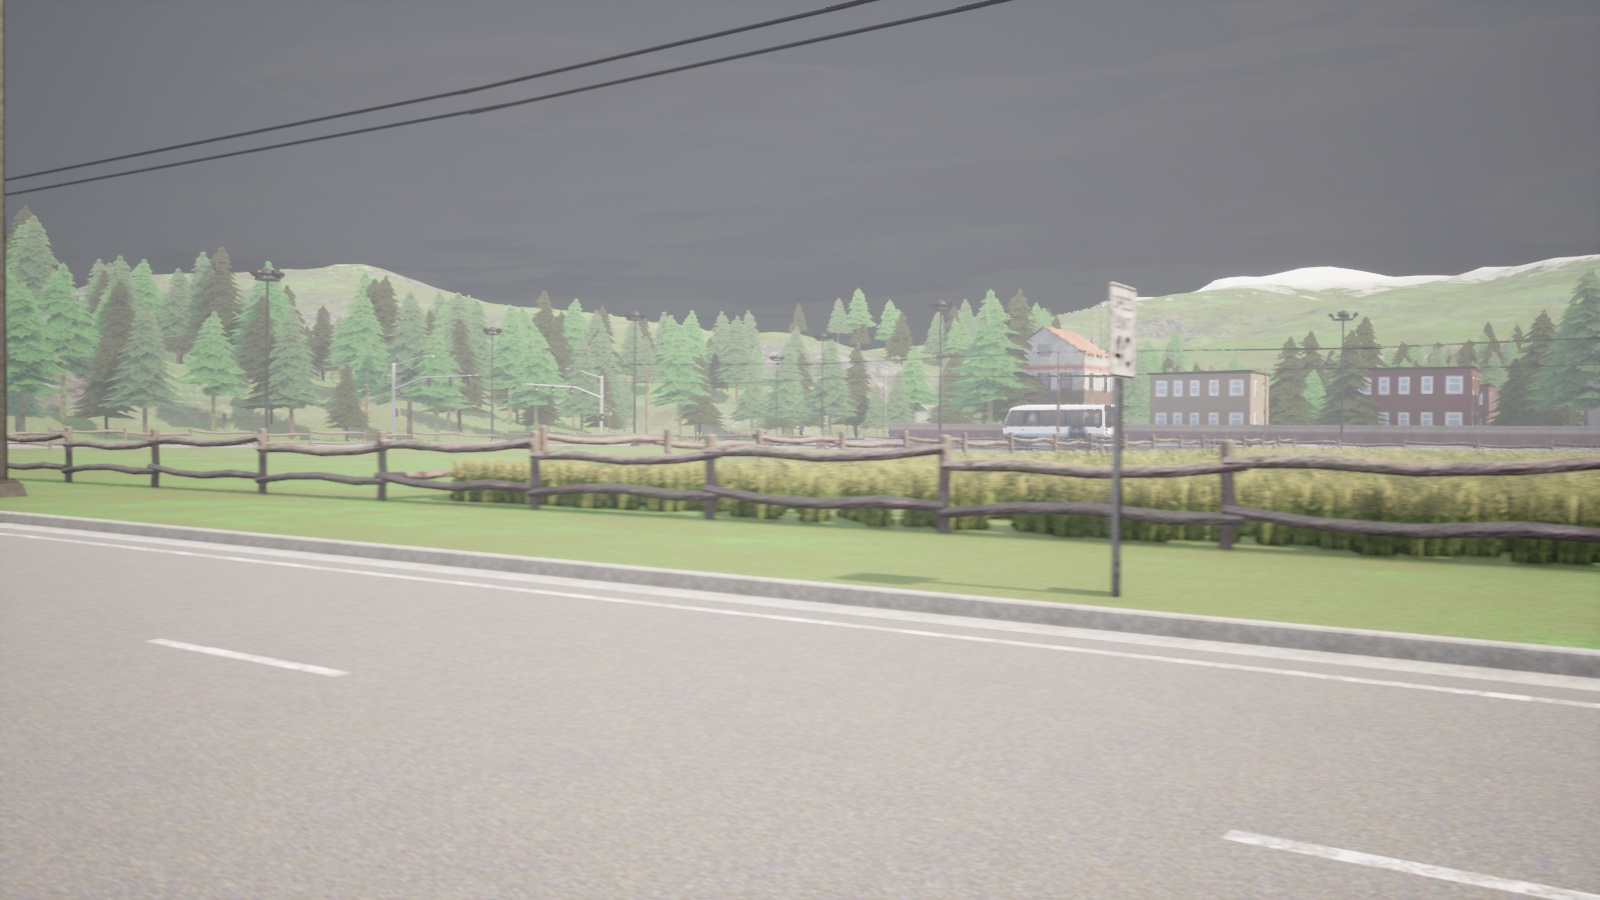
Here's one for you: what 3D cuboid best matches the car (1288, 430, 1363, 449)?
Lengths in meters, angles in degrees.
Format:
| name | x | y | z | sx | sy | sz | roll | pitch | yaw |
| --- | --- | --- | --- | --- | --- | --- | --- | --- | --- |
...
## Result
| name | x | y | z | sx | sy | sz | roll | pitch | yaw |
| --- | --- | --- | --- | --- | --- | --- | --- | --- | --- |
| car | 37.797 | -0.743 | 90.376 | 4.718 | 1.301 | 1.895 | 0 | 1 | 34 |
